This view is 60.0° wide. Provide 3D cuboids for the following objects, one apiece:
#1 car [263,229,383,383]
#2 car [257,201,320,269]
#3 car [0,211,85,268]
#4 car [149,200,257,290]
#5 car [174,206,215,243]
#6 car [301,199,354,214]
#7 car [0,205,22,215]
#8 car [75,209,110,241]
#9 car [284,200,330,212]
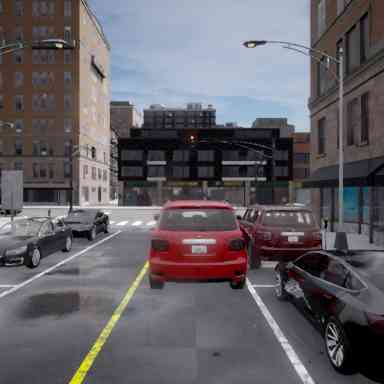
[{"bbox_3d":[2.640,1.566,5.409,1.947,1.339,4.313,0,0,0],"label":"car"},{"bbox_3d":[2.644,1.314,11.072,2.192,1.841,5.009,0,0,0],"label":"car"},{"bbox_3d":[-5.381,1.550,11.077,2.008,1.369,4.403,0,0,0],"label":"car"},{"bbox_3d":[0.086,1.221,9.232,2.150,2.045,5.566,0,0,-1],"label":"car"},{"bbox_3d":[0.102,1.525,16.991,1.812,1.442,4.674,0,0,0],"label":"car"},{"bbox_3d":[14.540,1.584,35.808,4.892,1.490,1.837,0,0,1],"label":"car"},{"bbox_3d":[-17.494,1.522,28.988,4.718,1.301,1.895,0,0,0],"label":"car"},{"bbox_3d":[-5.377,1.565,16.740,1.947,1.339,4.313,0,0,0],"label":"car"},{"bbox_3d":[13.427,1.674,39.061,4.718,1.301,1.895,0,0,0],"label":"car"}]
